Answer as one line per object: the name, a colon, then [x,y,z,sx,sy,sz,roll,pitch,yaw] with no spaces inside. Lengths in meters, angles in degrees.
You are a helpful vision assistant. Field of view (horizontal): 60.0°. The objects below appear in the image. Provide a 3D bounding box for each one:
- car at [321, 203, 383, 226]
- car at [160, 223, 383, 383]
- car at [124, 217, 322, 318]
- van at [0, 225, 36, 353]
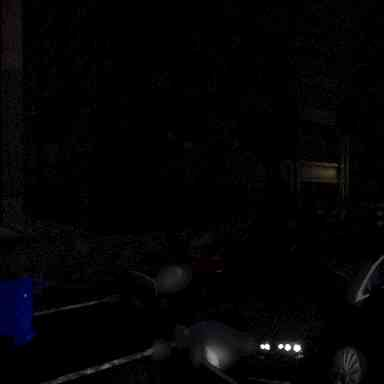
car: [5.217,1.306,10.369,5.009,1.841,2.192,0,0,-35]
car: [2.224,1.487,4.962,4.902,1.511,2.128,0,0,-35]
car: [0.627,1.436,7.097,4.097,1.590,1.967,0,0,-35]
van: [-3.963,1.343,3.826,3.998,1.788,1.690,0,0,-35]
